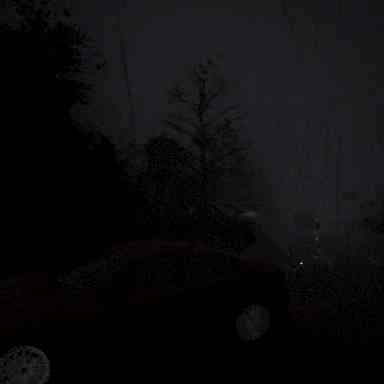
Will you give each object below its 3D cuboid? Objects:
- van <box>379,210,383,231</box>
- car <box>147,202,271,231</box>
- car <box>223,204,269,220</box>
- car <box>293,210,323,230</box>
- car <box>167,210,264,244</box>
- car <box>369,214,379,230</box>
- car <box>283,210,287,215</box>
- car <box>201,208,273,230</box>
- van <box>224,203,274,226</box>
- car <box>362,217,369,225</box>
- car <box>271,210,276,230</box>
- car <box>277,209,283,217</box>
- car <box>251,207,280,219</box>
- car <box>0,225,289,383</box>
[{"bbox_3d":[15.089,1.878,21.718,4.442,1.987,1.878,0,-2,16],"label":"van"},{"bbox_3d":[0.641,1.491,15.541,5.566,2.045,2.435,0,-1,16],"label":"car"},{"bbox_3d":[7.070,2.604,43.615,5.566,2.045,2.150,-2,-4,28],"label":"car"},{"bbox_3d":[9.300,2.241,27.120,1.812,1.442,4.674,0,-2,17],"label":"car"},{"bbox_3d":[1.363,1.814,18.103,4.892,1.521,2.231,0,-1,16],"label":"car"},{"bbox_3d":[16.031,2.086,24.601,4.553,1.767,2.185,0,-2,16],"label":"car"},{"bbox_3d":[19.220,4.913,77.668,4.674,1.452,2.002,0,-3,17],"label":"car"},{"bbox_3d":[3.582,2.077,26.316,5.366,1.575,1.946,0,-2,16],"label":"car"},{"bbox_3d":[5.424,2.064,31.465,4.442,1.987,1.878,0,-2,17],"label":"van"},{"bbox_3d":[17.064,2.324,27.331,5.366,1.575,1.946,0,-2,17],"label":"car"},{"bbox_3d":[2.168,1.640,20.784,5.566,2.045,2.435,0,-1,16],"label":"car"},{"bbox_3d":[11.232,3.360,51.394,4.674,1.452,2.002,0,-3,17],"label":"car"},{"bbox_3d":[12.090,3.372,54.450,4.553,1.767,2.185,0,-3,17],"label":"car"},{"bbox_3d":[-0.785,1.521,5.146,5.008,1.535,1.882,1,1,-28],"label":"car"}]
